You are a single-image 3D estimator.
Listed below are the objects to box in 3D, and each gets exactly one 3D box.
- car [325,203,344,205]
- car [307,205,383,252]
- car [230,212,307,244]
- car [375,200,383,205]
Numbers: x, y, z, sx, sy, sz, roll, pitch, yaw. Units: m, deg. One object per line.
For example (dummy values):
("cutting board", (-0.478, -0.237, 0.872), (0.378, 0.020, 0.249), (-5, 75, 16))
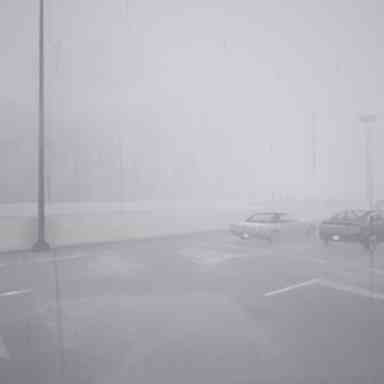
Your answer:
("car", (19.793, 1.622, 46.663), (1.994, 1.385, 4.181), (0, 0, 40))
("car", (7.312, 1.509, 14.117), (4.902, 1.511, 2.128), (0, 0, -40))
("car", (4.087, 1.624, 15.985), (4.718, 1.301, 1.895), (0, 0, -39))
("car", (16.339, 1.380, 27.126), (4.553, 1.767, 2.097), (0, 0, -44))
